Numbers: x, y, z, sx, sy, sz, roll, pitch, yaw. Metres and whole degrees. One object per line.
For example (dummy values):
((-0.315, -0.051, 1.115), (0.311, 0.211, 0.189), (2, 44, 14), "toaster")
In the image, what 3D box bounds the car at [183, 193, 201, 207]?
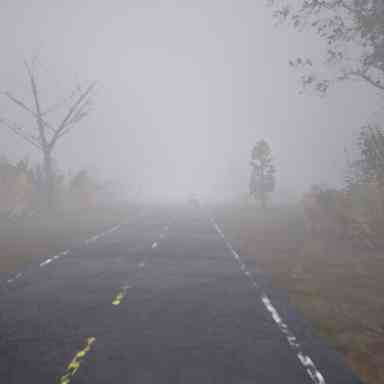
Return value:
((0.060, 1.221, 44.431), (1.812, 1.442, 4.674), (0, 0, 0), "car")

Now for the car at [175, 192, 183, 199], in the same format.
((-3.063, 0.929, 83.525), (1.837, 1.490, 4.892), (0, 0, 0), "car")

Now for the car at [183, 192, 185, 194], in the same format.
((-0.040, 0.967, 55.809), (2.097, 1.767, 4.553), (0, 0, 0), "car")
